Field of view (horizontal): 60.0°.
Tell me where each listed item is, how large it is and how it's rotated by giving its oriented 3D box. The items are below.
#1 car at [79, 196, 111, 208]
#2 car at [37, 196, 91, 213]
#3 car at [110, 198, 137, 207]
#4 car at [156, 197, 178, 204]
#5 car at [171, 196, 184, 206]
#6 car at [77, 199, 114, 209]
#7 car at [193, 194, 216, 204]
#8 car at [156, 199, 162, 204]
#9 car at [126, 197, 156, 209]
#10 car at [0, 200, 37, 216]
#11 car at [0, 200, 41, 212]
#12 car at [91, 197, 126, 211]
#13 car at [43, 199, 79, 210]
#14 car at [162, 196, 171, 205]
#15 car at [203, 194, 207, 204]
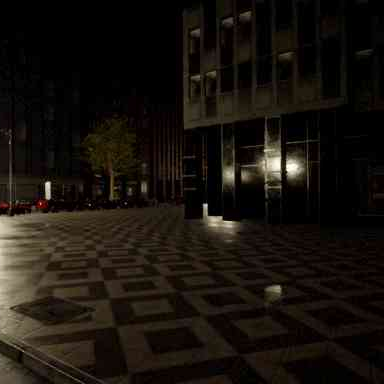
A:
[{"bbox_3d":[-14.341,1.484,49.325,1.967,1.590,4.097,-1,0,35],"label":"car"},{"bbox_3d":[-13.761,1.290,35.198,2.192,1.841,5.009,-1,0,35],"label":"car"},{"bbox_3d":[-11.127,1.612,53.960,1.802,1.307,4.206,-1,0,35],"label":"car"},{"bbox_3d":[-4.703,1.574,63.231,1.947,1.339,4.313,-1,0,35],"label":"car"},{"bbox_3d":[-0.913,1.462,53.735,1.887,1.381,4.507,-1,0,35],"label":"car"},{"bbox_3d":[-13.258,1.617,46.040,1.895,1.301,4.718,-1,0,35],"label":"car"},{"bbox_3d":[2.381,1.283,63.018,2.097,1.767,4.553,-1,0,35],"label":"car"},{"bbox_3d":[-8.012,1.544,58.455,1.752,1.417,4.829,-1,0,35],"label":"car"},{"bbox_3d":[-7.336,1.509,44.465,1.947,1.339,4.313,-1,0,35],"label":"car"},{"bbox_3d":[-16.970,1.576,30.562,1.802,1.307,4.206,-1,0,35],"label":"car"},{"bbox_3d":[-20.763,1.642,40.055,1.947,1.339,4.313,-1,0,35],"label":"car"},{"bbox_3d":[-10.547,1.524,39.831,1.947,1.339,4.313,-1,0,35],"label":"car"},{"bbox_3d":[-17.551,1.641,44.690,1.802,1.307,4.206,-1,0,35],"label":"car"},{"bbox_3d":[-3.270,1.481,60.285,2.128,1.511,4.902,-1,0,35],"label":"car"},{"bbox_3d":[2.298,1.222,58.371,2.192,1.841,5.009,-1,0,35],"label":"car"}]
